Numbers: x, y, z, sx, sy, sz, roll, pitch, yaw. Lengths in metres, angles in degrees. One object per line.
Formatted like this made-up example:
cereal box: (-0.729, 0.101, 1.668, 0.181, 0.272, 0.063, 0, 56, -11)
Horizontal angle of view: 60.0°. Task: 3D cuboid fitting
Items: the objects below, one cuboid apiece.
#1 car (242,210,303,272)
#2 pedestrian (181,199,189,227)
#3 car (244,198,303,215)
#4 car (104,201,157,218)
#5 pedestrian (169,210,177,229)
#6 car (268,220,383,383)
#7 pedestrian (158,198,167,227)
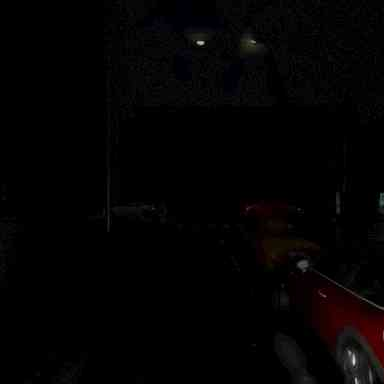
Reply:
car: (2.638, 1.529, 10.597, 1.752, 1.417, 4.829, 0, 0, 0)
pedestrian: (-0.417, 1.301, 20.913, 0.375, 1.860, 0.375, 0, 0, 0)
car: (6.411, 1.336, 26.558, 4.553, 1.767, 2.097, 0, 0, 0)
car: (-5.409, 1.551, 29.474, 4.674, 1.442, 1.812, 0, 0, 0)
pedestrian: (-1.116, 1.301, 20.201, 0.375, 1.860, 0.375, 0, 0, 0)
car: (2.641, 1.441, 4.989, 1.967, 1.590, 4.097, 0, 0, 0)
pedestrian: (-1.895, 1.302, 21.644, 0.375, 1.860, 0.375, 0, 0, 0)
